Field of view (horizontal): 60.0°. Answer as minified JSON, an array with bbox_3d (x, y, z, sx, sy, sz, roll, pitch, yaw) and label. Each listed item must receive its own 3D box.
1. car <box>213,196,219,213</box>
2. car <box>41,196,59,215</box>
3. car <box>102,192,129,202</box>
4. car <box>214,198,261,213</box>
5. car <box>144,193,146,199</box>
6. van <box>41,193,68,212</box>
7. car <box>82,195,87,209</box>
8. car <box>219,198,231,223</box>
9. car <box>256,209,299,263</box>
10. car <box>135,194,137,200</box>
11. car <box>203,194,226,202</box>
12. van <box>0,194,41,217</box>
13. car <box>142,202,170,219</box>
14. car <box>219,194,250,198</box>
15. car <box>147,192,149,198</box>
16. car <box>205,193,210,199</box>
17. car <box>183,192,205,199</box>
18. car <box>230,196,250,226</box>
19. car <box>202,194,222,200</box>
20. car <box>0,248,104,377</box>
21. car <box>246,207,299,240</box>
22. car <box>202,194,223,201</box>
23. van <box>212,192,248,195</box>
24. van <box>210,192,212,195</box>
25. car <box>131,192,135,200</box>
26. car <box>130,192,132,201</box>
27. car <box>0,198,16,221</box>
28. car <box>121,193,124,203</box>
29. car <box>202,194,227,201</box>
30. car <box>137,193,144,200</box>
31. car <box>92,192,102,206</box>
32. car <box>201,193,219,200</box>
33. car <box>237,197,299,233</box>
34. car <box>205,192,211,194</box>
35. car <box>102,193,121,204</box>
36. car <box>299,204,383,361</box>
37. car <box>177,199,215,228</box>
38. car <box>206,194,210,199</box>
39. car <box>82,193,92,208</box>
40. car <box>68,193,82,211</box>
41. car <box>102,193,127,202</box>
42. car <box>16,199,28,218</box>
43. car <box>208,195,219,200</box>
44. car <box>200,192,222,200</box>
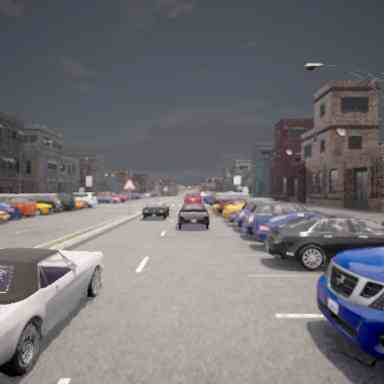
[{"bbox_3d":[4.706,1.368,29.546,5.008,1.535,2.097,0,0,0],"label":"car"},{"bbox_3d":[-15.514,1.397,30.820,5.008,1.535,2.097,0,0,0],"label":"car"},{"bbox_3d":[-15.505,1.052,63.914,5.566,2.045,2.435,0,0,0],"label":"car"},{"bbox_3d":[4.714,1.397,35.105,4.674,1.452,2.002,0,0,0],"label":"car"},{"bbox_3d":[-15.736,1.198,88.729,5.366,1.575,1.946,0,0,0],"label":"car"},{"bbox_3d":[-15.395,1.167,33.577,4.442,1.987,1.878,0,0,0],"label":"van"},{"bbox_3d":[-15.510,1.383,39.218,5.008,1.535,2.097,0,0,0],"label":"car"},{"bbox_3d":[4.707,1.381,23.986,5.008,1.535,2.097,0,0,0],"label":"car"},{"bbox_3d":[4.704,1.428,10.093,4.892,1.521,2.231,0,0,0],"label":"car"},{"bbox_3d":[-15.536,1.250,74.945,5.008,1.535,2.097,0,0,0],"label":"car"},{"bbox_3d":[4.758,1.281,71.231,4.792,1.488,2.163,0,0,0],"label":"car"},{"bbox_3d":[-15.624,1.176,28.061,4.442,1.987,1.878,0,0,0],"label":"van"},{"bbox_3d":[-2.899,1.494,27.685,1.895,1.301,4.718,0,0,0],"label":"car"},{"bbox_3d":[4.743,1.249,26.767,4.553,1.767,2.185,0,0,0],"label":"car"},{"bbox_3d":[-15.740,1.187,94.244,5.366,1.575,1.946,0,0,0],"label":"car"},{"bbox_3d":[4.684,1.336,54.561,4.792,1.488,2.163,0,0,0],"label":"car"},{"bbox_3d":[0.104,1.084,40.518,2.150,2.045,5.566,0,0,0],"label":"car"},{"bbox_3d":[4.680,1.270,18.431,4.553,1.767,2.185,0,0,0],"label":"car"},{"bbox_3d":[4.727,1.253,79.567,4.792,1.488,2.163,0,0,0],"label":"car"},{"bbox_3d":[-2.900,1.570,5.434,1.895,1.301,4.718,0,0,0],"label":"car"},{"bbox_3d":[4.708,1.455,12.872,4.674,1.452,2.002,0,0,0],"label":"car"},{"bbox_3d":[4.717,1.262,76.789,4.792,1.488,2.163,0,0,0],"label":"car"},{"bbox_3d":[4.828,1.125,37.884,4.442,1.987,1.878,0,0,0],"label":"van"},{"bbox_3d":[4.829,1.118,40.663,4.442,1.987,1.878,0,0,0],"label":"van"},{"bbox_3d":[-15.537,1.303,72.188,4.674,1.452,2.002,0,0,0],"label":"car"},{"bbox_3d":[-15.534,1.318,69.300,4.674,1.452,2.002,0,0,0],"label":"car"},{"bbox_3d":[-15.318,1.410,22.548,5.366,1.575,1.946,0,0,0],"label":"car"},{"bbox_3d":[-15.533,1.356,61.157,4.674,1.452,2.002,0,0,0],"label":"car"},{"bbox_3d":[4.923,1.239,74.009,5.366,1.575,1.946,0,0,0],"label":"car"},{"bbox_3d":[-15.519,0.965,83.216,5.566,2.045,2.435,0,0,0],"label":"car"},{"bbox_3d":[-15.547,1.121,44.610,5.566,2.045,2.435,0,0,0],"label":"car"},{"bbox_3d":[4.814,1.078,87.939,4.553,1.767,2.185,0,0,0],"label":"car"},{"bbox_3d":[4.679,1.280,15.650,4.553,1.767,2.185,0,0,0],"label":"car"},{"bbox_3d":[4.685,1.047,57.341,5.566,2.045,2.435,0,0,0],"label":"car"},{"bbox_3d":[-15.500,1.357,58.399,4.792,1.488,2.163,0,0,0],"label":"car"},{"bbox_3d":[4.682,1.202,4.533,5.566,2.045,2.435,0,0,0],"label":"car"},{"bbox_3d":[0.101,1.400,21.086,2.128,1.511,4.902,0,0,0],"label":"car"},{"bbox_3d":[4.706,1.338,43.444,4.892,1.521,2.231,0,0,0],"label":"car"},{"bbox_3d":[-15.548,1.252,41.975,4.553,1.767,2.185,0,0,0],"label":"car"},{"bbox_3d":[-15.541,1.138,36.335,5.566,2.045,2.435,0,0,0],"label":"car"},{"bbox_3d":[-15.504,1.165,66.672,4.553,1.767,2.185,0,0,0],"label":"car"},{"bbox_3d":[-15.502,1.447,25.305,4.674,1.452,2.002,0,0,0],"label":"car"},{"bbox_3d":[4.526,1.360,32.326,5.366,1.575,1.946,0,0,0],"label":"car"},{"bbox_3d":[4.801,0.958,85.126,5.566,2.045,2.435,0,0,0],"label":"car"}]
